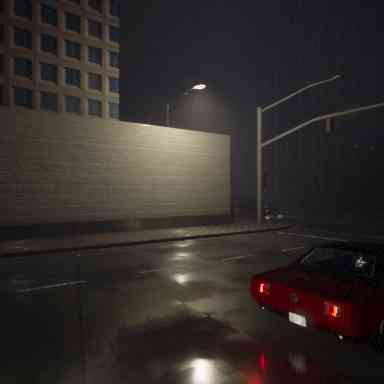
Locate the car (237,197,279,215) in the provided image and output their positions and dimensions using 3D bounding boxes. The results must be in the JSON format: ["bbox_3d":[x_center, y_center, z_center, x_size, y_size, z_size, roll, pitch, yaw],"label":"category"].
[{"bbox_3d":[6.800,1.407,34.659,2.097,1.767,4.553,0,0,-35],"label":"car"}]

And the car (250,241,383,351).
[{"bbox_3d":[3.389,1.601,6.200,4.718,1.301,1.895,0,0,-35],"label":"car"}]
